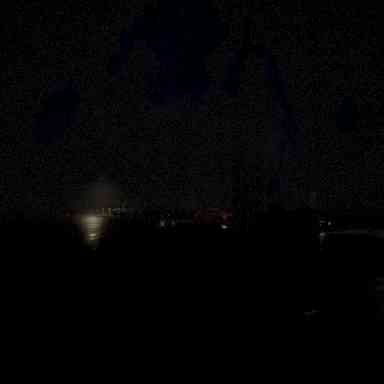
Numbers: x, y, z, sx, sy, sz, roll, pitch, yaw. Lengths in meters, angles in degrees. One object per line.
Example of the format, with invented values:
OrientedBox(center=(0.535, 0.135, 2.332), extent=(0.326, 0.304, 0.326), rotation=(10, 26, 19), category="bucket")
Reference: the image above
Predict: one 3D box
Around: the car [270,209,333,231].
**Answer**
OrientedBox(center=(8.135, 2.045, 25.050), extent=(1.837, 1.490, 4.892), rotation=(1, -3, -35), category="car")

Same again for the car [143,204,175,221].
OrientedBox(center=(-4.355, 2.556, 42.649), extent=(2.150, 2.045, 5.566), rotation=(1, -3, -35), category="car")

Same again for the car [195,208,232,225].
OrientedBox(center=(2.325, 2.384, 33.251), extent=(1.882, 1.535, 5.008), rotation=(1, -3, -36), category="car")

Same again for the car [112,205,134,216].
OrientedBox(center=(-12.230, 3.267, 58.764), extent=(2.150, 2.045, 5.566), rotation=(1, -3, -35), category="car")
